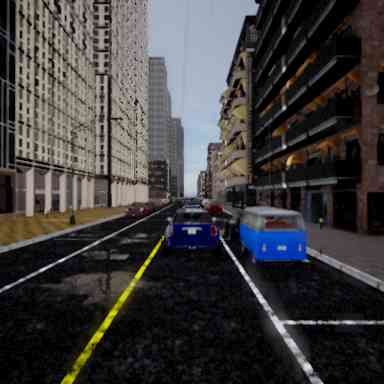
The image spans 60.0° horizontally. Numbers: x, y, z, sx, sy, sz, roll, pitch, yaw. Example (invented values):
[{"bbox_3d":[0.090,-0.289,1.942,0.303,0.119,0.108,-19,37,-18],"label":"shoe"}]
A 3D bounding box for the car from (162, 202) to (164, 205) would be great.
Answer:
[{"bbox_3d":[-5.692,2.125,56.971,1.802,1.307,4.206,0,-1,0],"label":"car"}]

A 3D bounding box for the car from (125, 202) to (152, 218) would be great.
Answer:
[{"bbox_3d":[-5.692,1.766,34.380,1.967,1.590,4.097,0,-1,0],"label":"car"}]

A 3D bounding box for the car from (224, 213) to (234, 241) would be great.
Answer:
[{"bbox_3d":[2.690,1.732,17.433,1.947,1.339,4.313,0,-1,0],"label":"car"}]

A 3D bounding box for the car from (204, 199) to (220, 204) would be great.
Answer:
[{"bbox_3d":[2.689,1.924,40.026,1.887,1.381,4.507,0,-1,0],"label":"car"}]

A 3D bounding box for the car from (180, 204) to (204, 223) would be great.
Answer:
[{"bbox_3d":[0.006,1.842,29.298,1.994,1.385,4.181,0,-1,0],"label":"car"}]

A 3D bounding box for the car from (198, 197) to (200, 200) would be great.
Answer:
[{"bbox_3d":[2.688,2.469,90.861,1.802,1.307,4.206,0,-1,0],"label":"car"}]

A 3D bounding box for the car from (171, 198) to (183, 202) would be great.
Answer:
[{"bbox_3d":[-3.002,2.187,71.766,1.837,1.490,4.892,0,-1,0],"label":"car"}]

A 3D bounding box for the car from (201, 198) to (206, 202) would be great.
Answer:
[{"bbox_3d":[2.688,2.015,51.494,1.752,1.417,4.829,0,-1,0],"label":"car"}]

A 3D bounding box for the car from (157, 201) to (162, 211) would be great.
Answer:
[{"bbox_3d":[-5.692,2.000,45.675,1.947,1.339,4.313,0,-1,0],"label":"car"}]

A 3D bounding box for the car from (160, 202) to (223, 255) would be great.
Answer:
[{"bbox_3d":[0.003,1.484,14.080,2.097,1.767,4.553,0,-1,0],"label":"car"}]

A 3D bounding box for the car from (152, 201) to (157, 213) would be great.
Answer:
[{"bbox_3d":[-5.691,1.962,40.026,1.802,1.307,4.206,0,-1,0],"label":"car"}]

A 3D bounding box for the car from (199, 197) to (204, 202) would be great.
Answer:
[{"bbox_3d":[2.998,2.199,69.833,1.812,1.442,4.674,0,-1,0],"label":"car"}]

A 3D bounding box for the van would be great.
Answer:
[{"bbox_3d":[2.689,1.454,11.786,1.690,1.788,3.998,0,-1,0],"label":"van"}]
